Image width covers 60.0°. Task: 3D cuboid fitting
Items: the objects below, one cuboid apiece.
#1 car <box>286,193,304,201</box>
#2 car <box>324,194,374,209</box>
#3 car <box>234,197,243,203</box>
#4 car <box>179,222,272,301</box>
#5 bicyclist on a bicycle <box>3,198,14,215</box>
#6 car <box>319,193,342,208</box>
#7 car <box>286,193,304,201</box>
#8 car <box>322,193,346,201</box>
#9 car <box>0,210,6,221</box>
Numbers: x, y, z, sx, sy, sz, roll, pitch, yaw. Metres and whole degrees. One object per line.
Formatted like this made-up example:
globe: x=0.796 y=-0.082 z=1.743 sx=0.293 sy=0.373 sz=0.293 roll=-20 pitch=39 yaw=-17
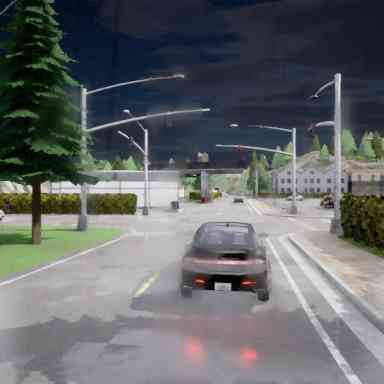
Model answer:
car: x=24.442 y=1.077 z=78.866 sx=3.866 sy=1.878 sz=1.905 roll=0 pitch=0 yaw=8
car: x=18.297 y=1.340 z=38.610 sx=4.514 sy=1.523 sz=2.007 roll=0 pitch=0 yaw=8
car: x=9.451 y=1.601 z=67.387 sx=1.895 sy=1.301 sz=4.718 roll=0 pitch=0 yaw=8
car: x=0.886 y=1.492 z=8.398 sx=2.128 sy=1.511 sz=4.902 roll=0 pitch=0 yaw=8
bicyclist on a bicycle: x=-17.956 y=1.453 z=32.524 sx=0.582 sy=1.620 sz=1.656 roll=0 pitch=0 yaw=7
car: x=18.680 y=1.330 z=41.724 sx=5.027 sy=1.636 sz=2.152 roll=0 pitch=0 yaw=8
car: x=23.376 y=1.361 z=75.658 sx=3.806 sy=1.475 sz=1.970 roll=0 pitch=0 yaw=8
car: x=31.779 y=1.097 z=74.520 sx=4.605 sy=1.855 sz=1.932 roll=0 pitch=0 yaw=8
car: x=-16.577 y=1.526 z=25.188 sx=4.674 sy=1.442 sz=1.812 roll=0 pitch=0 yaw=8
